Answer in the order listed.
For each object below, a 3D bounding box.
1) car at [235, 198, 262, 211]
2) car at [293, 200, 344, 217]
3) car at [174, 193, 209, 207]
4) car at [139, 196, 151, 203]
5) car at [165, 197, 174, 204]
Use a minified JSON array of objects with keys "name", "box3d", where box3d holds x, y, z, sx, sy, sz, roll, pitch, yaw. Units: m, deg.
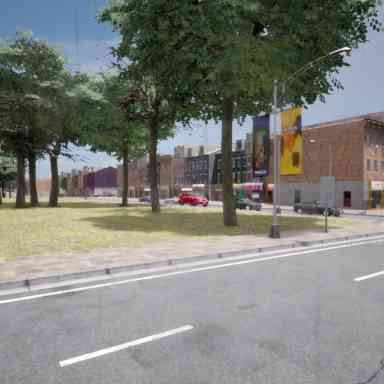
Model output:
[{"name":"car","box3d":[6.363,1.497,40.457,1.837,1.490,4.892,1,0,-35]},{"name":"car","box3d":[12.193,1.589,32.268,1.837,1.490,4.892,1,0,-35]},{"name":"car","box3d":[0.158,1.136,49.186,2.150,2.045,5.566,1,0,-35]},{"name":"car","box3d":[-8.779,1.402,66.612,2.033,1.411,5.357,1,0,-35]},{"name":"car","box3d":[-2.907,1.489,58.461,1.895,1.301,4.718,1,0,-35]}]
